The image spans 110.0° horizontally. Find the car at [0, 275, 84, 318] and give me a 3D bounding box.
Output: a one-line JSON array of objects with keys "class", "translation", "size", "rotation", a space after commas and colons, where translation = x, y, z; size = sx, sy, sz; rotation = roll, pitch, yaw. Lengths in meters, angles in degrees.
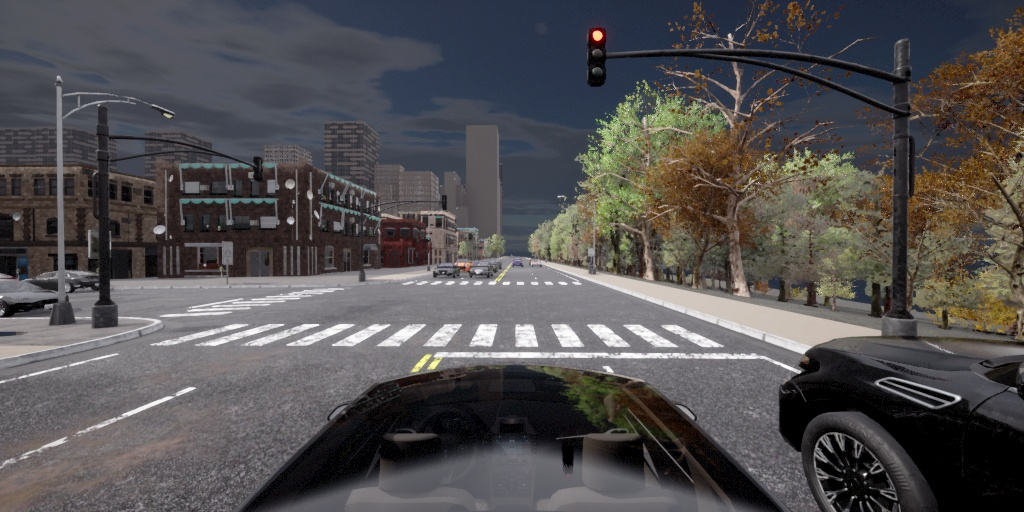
[{"class": "car", "translation": [-19.766, 1.565, 13.704], "size": [4.313, 1.339, 1.948], "rotation": [0, 0, 1]}]

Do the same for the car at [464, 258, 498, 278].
[{"class": "car", "translation": [-2.820, 1.232, 33.769], "size": [2.128, 1.511, 4.902], "rotation": [0, 0, 3]}]

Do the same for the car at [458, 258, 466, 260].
[{"class": "car", "translation": [-5.914, 1.088, 43.751], "size": [2.097, 1.767, 4.553], "rotation": [0, 0, 1]}]

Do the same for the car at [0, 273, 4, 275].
[{"class": "car", "translation": [-33.493, 1.655, 22.449], "size": [4.207, 1.307, 1.802], "rotation": [0, 0, 1]}]

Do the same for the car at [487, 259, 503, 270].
[{"class": "car", "translation": [-2.503, 1.223, 53.502], "size": [2.128, 1.511, 4.902], "rotation": [0, 0, 1]}]

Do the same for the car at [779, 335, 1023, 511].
[{"class": "car", "translation": [3.322, 0.972, 0.665], "size": [2.150, 2.045, 5.566], "rotation": [0, 0, 1]}]

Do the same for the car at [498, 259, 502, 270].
[{"class": "car", "translation": [-2.673, 1.227, 43.260], "size": [2.128, 1.511, 4.902], "rotation": [0, 0, 1]}]

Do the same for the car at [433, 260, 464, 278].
[{"class": "car", "translation": [-6.080, 1.304, 33.755], "size": [1.994, 1.385, 4.181], "rotation": [0, 0, 1]}]

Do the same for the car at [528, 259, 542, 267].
[{"class": "car", "translation": [4.362, 1.327, 64.121], "size": [1.895, 1.301, 4.718], "rotation": [0, 0, 1]}]

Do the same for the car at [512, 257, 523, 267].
[{"class": "car", "translation": [1.002, 1.252, 63.791], "size": [1.812, 1.442, 4.674], "rotation": [0, 0, 1]}]

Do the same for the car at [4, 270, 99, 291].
[{"class": "car", "translation": [-27.958, 1.560, 22.352], "size": [4.403, 1.370, 2.007], "rotation": [0, 0, 1]}]
